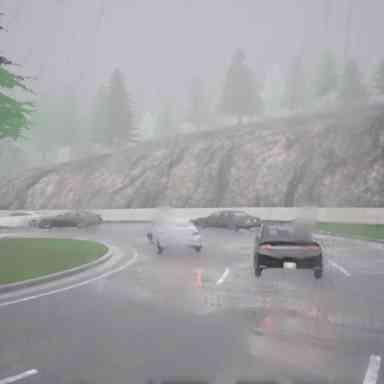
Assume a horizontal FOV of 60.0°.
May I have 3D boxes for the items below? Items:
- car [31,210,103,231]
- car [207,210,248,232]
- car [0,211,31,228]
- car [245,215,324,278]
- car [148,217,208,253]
[{"bbox_3d":[-9.438,2.196,25.869,4.902,1.511,2.128,-1,-2,7],"label":"car"},{"bbox_3d":[2.473,2.022,23.689,2.033,1.411,5.357,0,-2,-42],"label":"car"},{"bbox_3d":[-14.900,2.376,28.780,4.674,1.442,1.812,-1,-1,-9],"label":"car"},{"bbox_3d":[2.937,1.685,10.800,2.128,1.511,4.902,-1,-1,11],"label":"car"},{"bbox_3d":[-0.855,1.875,15.394,1.812,1.442,4.674,0,-1,-13],"label":"car"}]
